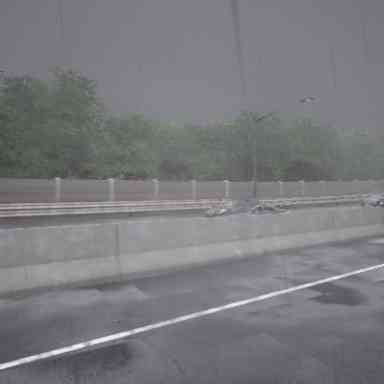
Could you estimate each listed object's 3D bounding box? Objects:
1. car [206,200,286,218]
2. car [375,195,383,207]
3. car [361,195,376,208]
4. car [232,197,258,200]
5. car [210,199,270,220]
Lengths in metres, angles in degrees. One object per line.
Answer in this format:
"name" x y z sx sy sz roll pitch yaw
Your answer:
"car" 3.373 1.437 19.164 4.902 1.511 2.128 0 0 -35
"car" 22.594 1.177 36.407 4.892 1.490 1.837 -1 0 -33
"car" 22.687 1.147 40.654 4.674 1.442 1.812 -1 1 -33
"car" 3.138 1.281 23.257 4.553 1.767 2.097 0 0 -35
"car" 4.122 1.380 28.189 5.008 1.535 1.882 -1 0 -34
